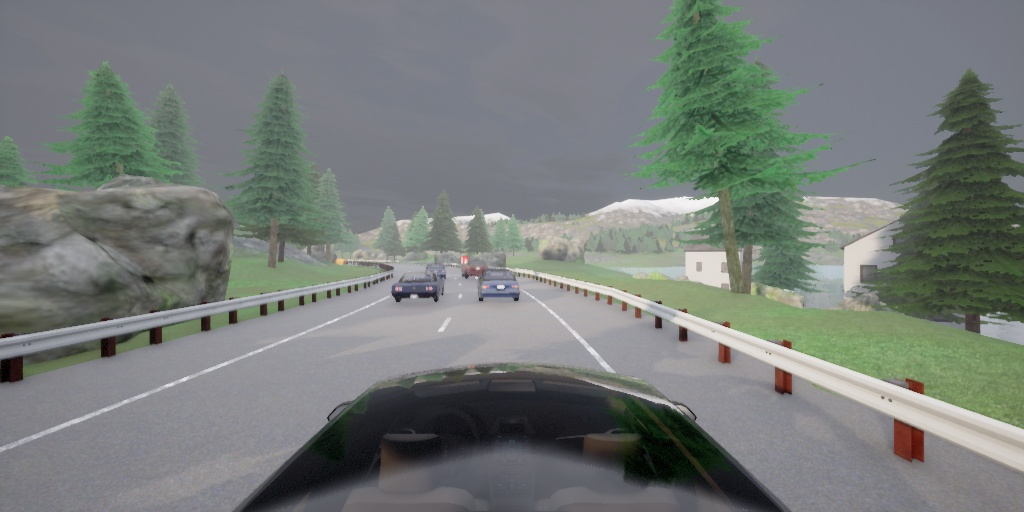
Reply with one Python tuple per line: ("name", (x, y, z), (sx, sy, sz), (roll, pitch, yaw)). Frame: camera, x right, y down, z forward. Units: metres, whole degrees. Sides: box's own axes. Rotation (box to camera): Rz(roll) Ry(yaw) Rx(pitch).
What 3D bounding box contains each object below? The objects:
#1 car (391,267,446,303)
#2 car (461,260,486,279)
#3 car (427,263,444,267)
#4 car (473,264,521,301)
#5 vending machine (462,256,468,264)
("car", (-4.219, 1.366, 16.820), (1.895, 1.301, 4.718), (0, 0, -6))
("car", (-3.394, 1.116, 32.564), (2.097, 1.767, 4.553), (0, 0, -13))
("car", (-6.805, 1.313, 31.780), (2.033, 1.411, 5.357), (0, 0, -13))
("car", (-0.736, 1.313, 17.166), (2.033, 1.411, 5.357), (0, 0, -6))
("vending machine", (-7.803, 0.944, 59.389), (1.100, 2.100, 0.880), (0, 0, -26))
